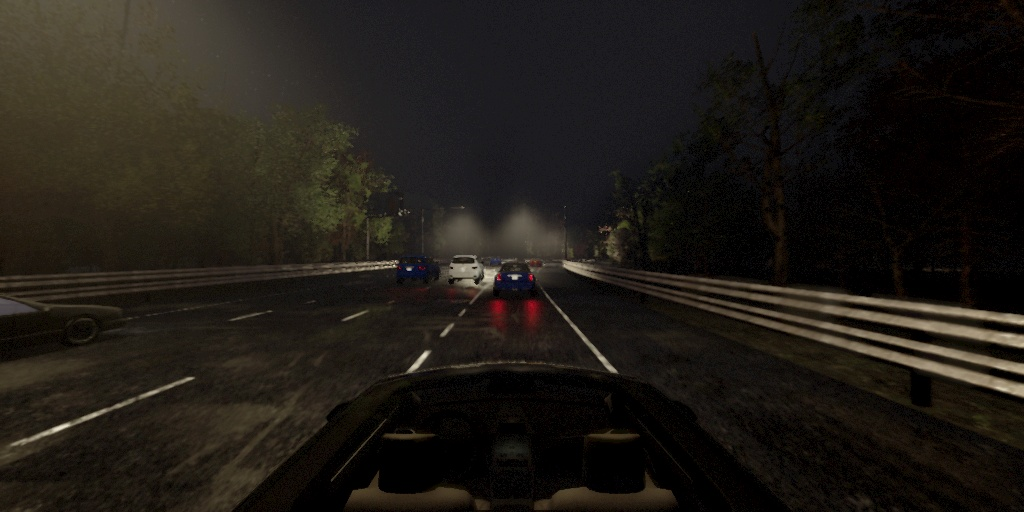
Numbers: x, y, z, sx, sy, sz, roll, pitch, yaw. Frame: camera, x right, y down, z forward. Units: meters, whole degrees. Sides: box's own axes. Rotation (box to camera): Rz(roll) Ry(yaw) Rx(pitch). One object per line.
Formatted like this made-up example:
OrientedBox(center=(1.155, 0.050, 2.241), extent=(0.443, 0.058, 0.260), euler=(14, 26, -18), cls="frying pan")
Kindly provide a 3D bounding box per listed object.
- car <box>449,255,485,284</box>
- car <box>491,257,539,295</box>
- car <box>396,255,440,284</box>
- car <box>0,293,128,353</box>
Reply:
OrientedBox(center=(-3.394, 0.974, 27.457), extent=(2.150, 2.045, 5.566), euler=(0, 0, 0), cls="car")
OrientedBox(center=(0.180, 1.104, 19.746), extent=(2.097, 1.767, 4.553), euler=(0, 0, 1), cls="car")
OrientedBox(center=(-6.897, 0.974, 26.757), extent=(2.150, 2.045, 5.566), euler=(0, 0, 0), cls="car")
OrientedBox(center=(-10.402, 1.298, 6.296), extent=(2.033, 1.411, 5.357), euler=(0, 0, 0), cls="car")
